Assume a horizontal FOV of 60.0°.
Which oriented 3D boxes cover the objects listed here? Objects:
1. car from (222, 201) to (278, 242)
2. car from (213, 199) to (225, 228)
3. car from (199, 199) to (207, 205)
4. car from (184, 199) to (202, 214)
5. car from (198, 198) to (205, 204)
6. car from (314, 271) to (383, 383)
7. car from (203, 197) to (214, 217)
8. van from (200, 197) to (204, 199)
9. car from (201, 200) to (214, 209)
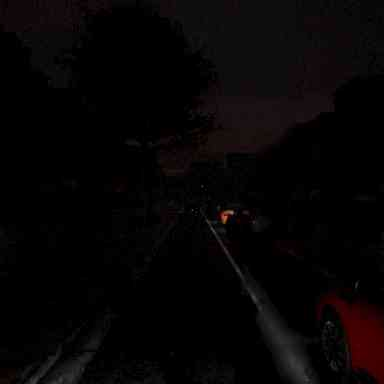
[{"bbox_3d":[2.983,1.530,17.559,2.097,1.767,4.553,0,-1,0],"label":"car"},{"bbox_3d":[2.982,1.600,24.560,2.097,1.767,4.553,0,-1,0],"label":"car"},{"bbox_3d":[2.627,2.339,80.182,1.752,1.417,4.829,1,-1,0],"label":"car"},{"bbox_3d":[0.057,1.917,41.426,1.837,1.490,4.892,0,-1,1],"label":"car"},{"bbox_3d":[2.624,2.480,91.092,1.887,1.381,4.507,1,-1,0],"label":"car"},{"bbox_3d":[2.649,1.341,2.446,2.192,1.841,5.009,1,-1,0],"label":"car"},{"bbox_3d":[2.642,1.673,35.690,2.192,1.841,5.009,1,-1,0],"label":"car"},{"bbox_3d":[2.637,1.864,52.312,1.690,1.788,3.998,1,-1,0],"label":"van"},{"bbox_3d":[2.633,2.144,57.850,1.947,1.339,4.313,1,-1,0],"label":"car"}]
